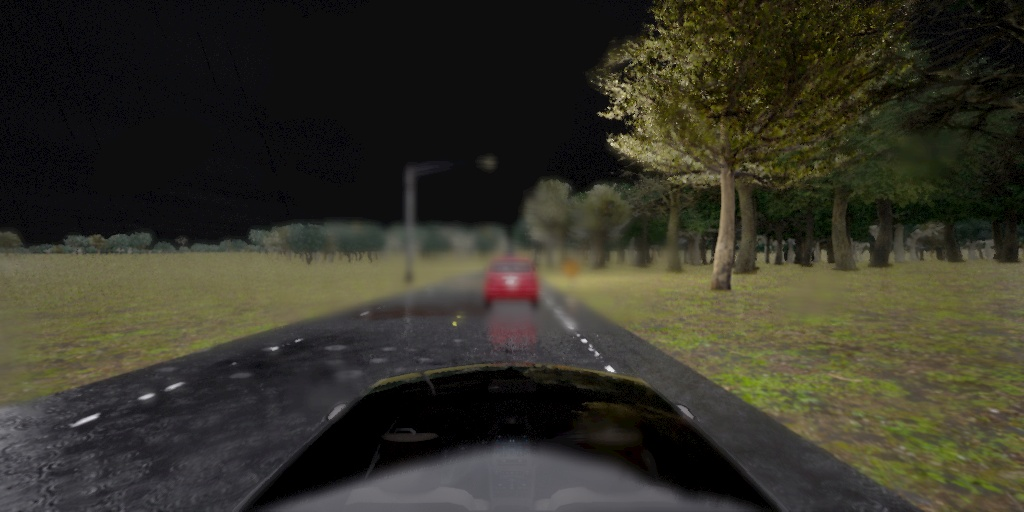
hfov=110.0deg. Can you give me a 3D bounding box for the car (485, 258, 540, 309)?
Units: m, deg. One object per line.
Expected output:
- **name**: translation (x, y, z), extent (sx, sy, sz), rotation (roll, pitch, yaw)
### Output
- **car**: translation (0.011, 1.112, 15.884), extent (2.150, 2.045, 5.566), rotation (0, -1, 0)

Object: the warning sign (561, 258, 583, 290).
- **warning sign**: translation (3.563, 1.076, 21.509), extent (1.300, 1.860, 1.060), rotation (0, 0, 0)
